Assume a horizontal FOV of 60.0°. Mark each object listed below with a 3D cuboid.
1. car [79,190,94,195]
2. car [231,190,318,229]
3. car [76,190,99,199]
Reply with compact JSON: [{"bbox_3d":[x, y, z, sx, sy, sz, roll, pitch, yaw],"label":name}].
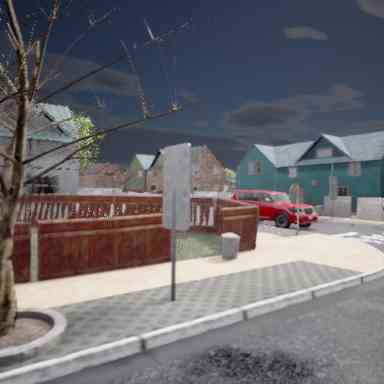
[{"bbox_3d":[-13.256,0.533,44.522,1.837,1.490,4.892,1,1,-35],"label":"car"},{"bbox_3d":[4.541,0.929,19.485,2.150,2.045,5.566,1,1,-36],"label":"car"},{"bbox_3d":[-17.281,0.386,54.984,2.033,1.411,5.357,1,1,-35],"label":"car"}]
